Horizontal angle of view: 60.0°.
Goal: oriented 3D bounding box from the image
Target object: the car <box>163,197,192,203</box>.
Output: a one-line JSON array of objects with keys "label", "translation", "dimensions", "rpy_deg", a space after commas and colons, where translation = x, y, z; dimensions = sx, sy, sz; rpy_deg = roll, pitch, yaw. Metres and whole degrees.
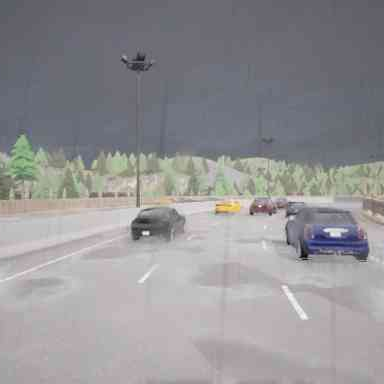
[{"label": "car", "translation": [-1.522, 1.569, 47.747], "dimensions": [2.128, 1.511, 4.902], "rpy_deg": [0, 0, 29]}]

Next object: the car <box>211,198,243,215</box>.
[{"label": "car", "translation": [3.901, 1.492, 34.433], "dimensions": [1.882, 1.535, 5.008], "rpy_deg": [0, 0, 22]}]

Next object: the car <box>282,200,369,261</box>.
[{"label": "car", "translation": [4.824, 1.348, 12.507], "dimensions": [2.097, 1.767, 4.553], "rpy_deg": [0, 0, 9]}]

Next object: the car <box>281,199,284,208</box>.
[{"label": "car", "translation": [11.432, 1.548, 42.281], "dimensions": [2.033, 1.411, 5.357], "rpy_deg": [0, 0, 31]}]

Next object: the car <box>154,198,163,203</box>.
[{"label": "car", "translation": [-3.926, 1.576, 50.619], "dimensions": [1.882, 1.535, 5.008], "rpy_deg": [0, 0, 30]}]

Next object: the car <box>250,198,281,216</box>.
[{"label": "car", "translation": [7.213, 1.351, 33.255], "dimensions": [2.097, 1.767, 4.553], "rpy_deg": [0, 0, 23]}]

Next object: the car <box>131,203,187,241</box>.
[{"label": "car", "translation": [-1.533, 1.515, 16.693], "dimensions": [1.837, 1.490, 4.892], "rpy_deg": [0, 0, 11]}]

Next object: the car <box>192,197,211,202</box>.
[{"label": "car", "translation": [2.393, 1.565, 47.618], "dimensions": [1.837, 1.490, 4.892], "rpy_deg": [-1, 0, 30]}]
